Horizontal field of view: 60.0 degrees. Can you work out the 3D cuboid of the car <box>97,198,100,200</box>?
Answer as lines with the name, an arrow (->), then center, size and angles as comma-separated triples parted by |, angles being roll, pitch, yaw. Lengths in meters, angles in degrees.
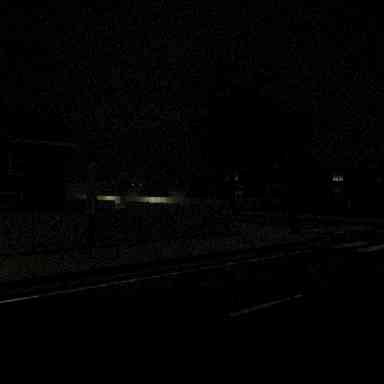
car -> -16.039, 1.654, 54.243 | 1.994, 1.385, 4.181 | 0, 0, -35
